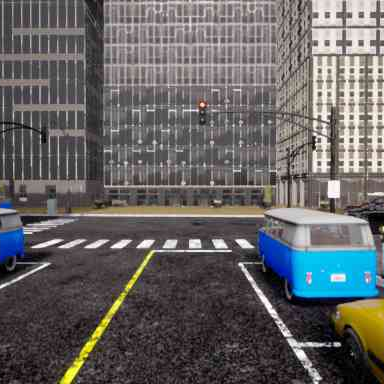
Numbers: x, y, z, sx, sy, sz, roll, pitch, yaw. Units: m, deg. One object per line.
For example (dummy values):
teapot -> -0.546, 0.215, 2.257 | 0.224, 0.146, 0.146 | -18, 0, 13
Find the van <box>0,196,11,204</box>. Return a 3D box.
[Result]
van -> -17.138, 1.200, 27.486 | 3.998, 1.788, 1.690 | 0, 1, 0

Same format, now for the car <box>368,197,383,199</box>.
car -> 15.252, 1.338, 27.278 | 5.009, 1.841, 2.192 | 0, 1, 0

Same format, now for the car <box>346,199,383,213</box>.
car -> 13.822, 1.541, 24.688 | 4.902, 1.511, 2.128 | 0, 1, 0

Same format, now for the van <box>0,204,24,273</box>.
van -> -5.699, 1.339, 7.986 | 1.690, 1.788, 3.998 | -1, 0, 0

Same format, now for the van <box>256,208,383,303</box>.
van -> 2.681, 1.339, 7.953 | 1.690, 1.788, 3.998 | -1, 0, 0

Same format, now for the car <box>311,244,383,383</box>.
car -> 2.682, 1.525, 2.521 | 1.752, 1.417, 4.829 | -1, 0, 0
